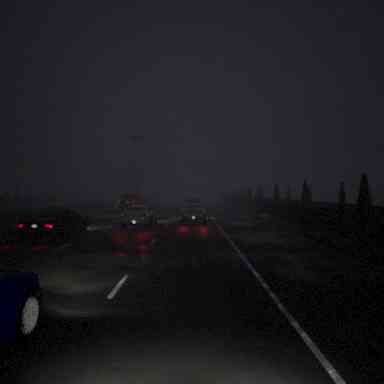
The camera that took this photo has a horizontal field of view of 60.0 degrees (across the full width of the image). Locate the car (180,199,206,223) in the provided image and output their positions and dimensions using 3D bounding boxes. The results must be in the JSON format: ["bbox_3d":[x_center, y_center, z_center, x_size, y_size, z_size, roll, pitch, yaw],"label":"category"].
[{"bbox_3d":[0.099,1.508,25.068,1.812,1.442,4.674,0,0,0],"label":"car"}]

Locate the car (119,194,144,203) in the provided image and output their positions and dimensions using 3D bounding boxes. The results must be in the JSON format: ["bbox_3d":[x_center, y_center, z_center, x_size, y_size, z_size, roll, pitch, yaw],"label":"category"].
[{"bbox_3d":[-6.879,1.195,38.344,2.150,2.045,5.566,0,0,0],"label":"car"}]

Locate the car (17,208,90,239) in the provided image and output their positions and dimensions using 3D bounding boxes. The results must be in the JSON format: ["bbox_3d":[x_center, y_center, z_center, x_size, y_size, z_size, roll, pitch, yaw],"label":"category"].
[{"bbox_3d":[-6.901,1.535,17.057,2.033,1.411,5.357,0,0,0],"label":"car"}]

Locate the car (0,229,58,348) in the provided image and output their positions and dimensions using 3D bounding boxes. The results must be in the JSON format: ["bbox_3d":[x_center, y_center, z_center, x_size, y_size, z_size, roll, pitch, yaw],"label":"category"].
[{"bbox_3d":[-3.401,1.475,3.479,1.882,1.535,5.008,0,0,0],"label":"car"}]

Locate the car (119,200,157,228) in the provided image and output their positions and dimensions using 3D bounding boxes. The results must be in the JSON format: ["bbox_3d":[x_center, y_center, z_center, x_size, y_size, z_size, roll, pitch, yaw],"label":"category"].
[{"bbox_3d":[-3.401,1.510,21.804,1.812,1.442,4.674,0,0,0],"label":"car"}]

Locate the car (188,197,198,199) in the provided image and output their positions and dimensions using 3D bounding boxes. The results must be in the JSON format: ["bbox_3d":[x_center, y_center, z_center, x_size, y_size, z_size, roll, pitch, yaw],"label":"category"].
[{"bbox_3d":[0.180,1.475,42.934,1.837,1.490,4.892,0,0,1],"label":"car"}]
